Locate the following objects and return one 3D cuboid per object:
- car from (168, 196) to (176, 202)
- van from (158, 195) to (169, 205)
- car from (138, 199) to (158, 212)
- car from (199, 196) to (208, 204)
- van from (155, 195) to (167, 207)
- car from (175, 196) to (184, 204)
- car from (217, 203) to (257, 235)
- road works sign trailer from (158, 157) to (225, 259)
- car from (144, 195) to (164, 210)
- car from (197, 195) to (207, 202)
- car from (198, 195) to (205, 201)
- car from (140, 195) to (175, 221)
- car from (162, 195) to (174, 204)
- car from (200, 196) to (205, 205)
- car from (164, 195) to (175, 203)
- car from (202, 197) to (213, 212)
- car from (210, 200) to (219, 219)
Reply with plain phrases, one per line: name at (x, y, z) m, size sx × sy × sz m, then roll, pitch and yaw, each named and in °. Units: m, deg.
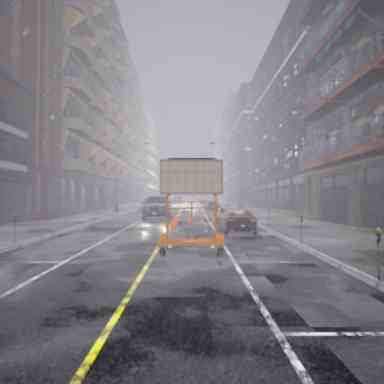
car at (-5.355, 1.938, 90.949) m, size 1.947 × 1.339 × 4.313 m, roll 1°, pitch 0°, yaw 0°
van at (-5.331, 1.556, 63.297) m, size 1.690 × 1.788 × 3.998 m, roll 1°, pitch 0°, yaw 0°
car at (-5.321, 1.643, 41.005) m, size 1.752 × 1.417 × 4.829 m, roll 2°, pitch 0°, yaw 0°
car at (2.547, 1.714, 74.302) m, size 1.967 × 1.590 × 4.097 m, roll 1°, pitch 0°, yaw 0°
van at (-5.327, 1.528, 57.765) m, size 1.690 × 1.788 × 3.998 m, roll 2°, pitch 0°, yaw 0°
car at (-2.795, 1.595, 68.629) m, size 2.097 × 1.767 × 4.553 m, roll 0°, pitch 0°, yaw 0°
car at (2.573, 1.588, 18.994) m, size 1.887 × 1.381 × 4.507 m, roll 1°, pitch 0°, yaw 0°
road works sign trailer at (-0.017, 0.491, 12.675) m, size 2.380 × 3.560 × 2.880 m, roll 0°, pitch 0°, yaw 0°
car at (-5.319, 1.454, 46.707) m, size 2.192 × 1.841 × 5.009 m, roll 2°, pitch 0°, yaw 0°
car at (2.501, 1.652, 85.364) m, size 2.192 × 1.841 × 5.009 m, roll 1°, pitch 0°, yaw 0°
car at (2.545, 1.759, 63.240) m, size 1.887 × 1.381 × 4.507 m, roll 1°, pitch 0°, yaw 0°
car at (-2.867, 1.291, 28.143) m, size 2.150 × 2.045 × 5.566 m, roll 0°, pitch 0°, yaw 0°
car at (-5.338, 1.589, 74.358) m, size 2.192 × 1.841 × 5.009 m, roll 1°, pitch 0°, yaw 0°
car at (2.555, 1.690, 46.648) m, size 2.008 × 1.369 × 4.403 m, roll 1°, pitch 0°, yaw 0°
car at (-5.341, 1.620, 79.888) m, size 2.192 × 1.841 × 5.009 m, roll 1°, pitch 0°, yaw 0°
car at (2.558, 1.663, 41.116) m, size 1.887 × 1.381 × 4.507 m, roll 1°, pitch 0°, yaw 0°
car at (2.569, 1.585, 24.696) m, size 1.752 × 1.417 × 4.829 m, roll 1°, pitch 0°, yaw 0°
